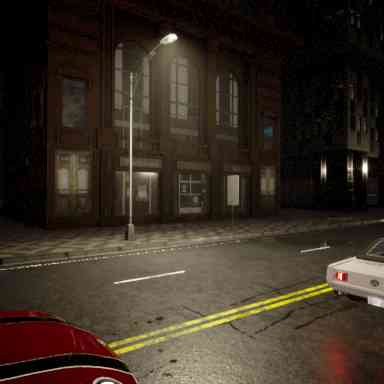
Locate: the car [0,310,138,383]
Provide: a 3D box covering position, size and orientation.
[{"bbox_3d":[-2.451,1.352,1.691,4.553,1.767,2.097,0,0,-36],"label":"car"}]

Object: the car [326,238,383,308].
[{"bbox_3d":[4.984,1.597,6.992,4.718,1.301,1.895,0,0,-35],"label":"car"}]
